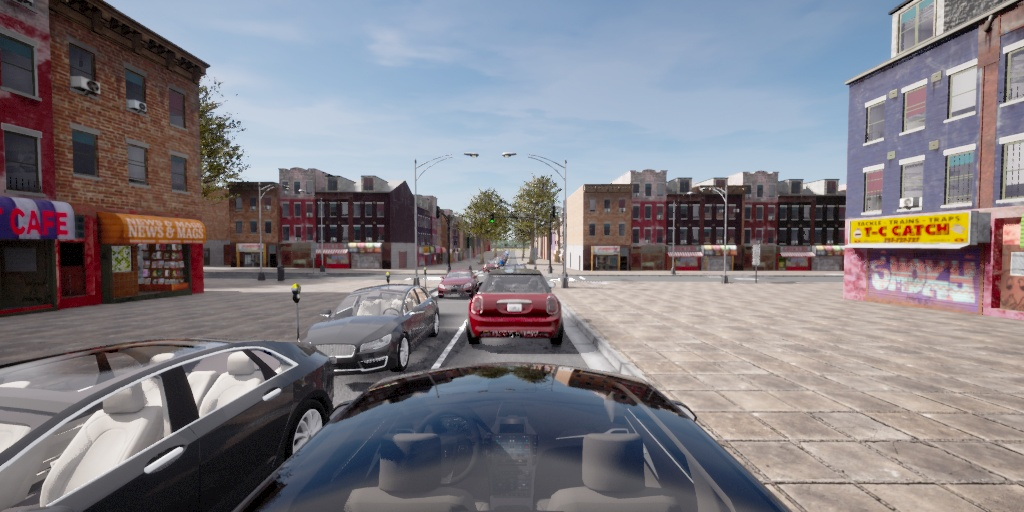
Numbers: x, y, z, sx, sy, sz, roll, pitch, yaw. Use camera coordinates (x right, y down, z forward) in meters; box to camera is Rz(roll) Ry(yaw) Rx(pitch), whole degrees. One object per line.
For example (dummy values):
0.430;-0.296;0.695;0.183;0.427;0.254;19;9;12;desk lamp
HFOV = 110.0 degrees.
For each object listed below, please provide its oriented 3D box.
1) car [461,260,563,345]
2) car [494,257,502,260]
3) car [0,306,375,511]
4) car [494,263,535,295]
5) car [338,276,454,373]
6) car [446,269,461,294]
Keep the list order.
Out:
0.110;1.099;9.620;2.097;1.767;4.553;0;0;2;car
-2.578;1.233;45.106;1.967;1.591;4.097;0;0;0;car
-2.640;1.300;1.988;2.007;1.370;4.403;0;0;0;car
0.190;1.245;20.965;2.128;1.511;4.902;0;0;1;car
-2.632;1.298;7.436;2.007;1.370;4.403;0;0;0;car
-2.617;1.332;18.330;1.802;1.307;4.207;0;0;0;car
